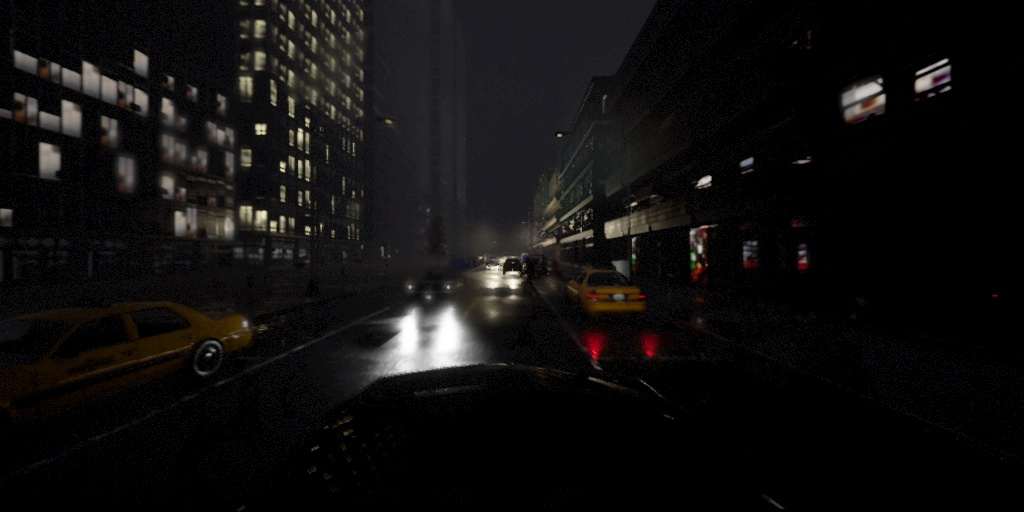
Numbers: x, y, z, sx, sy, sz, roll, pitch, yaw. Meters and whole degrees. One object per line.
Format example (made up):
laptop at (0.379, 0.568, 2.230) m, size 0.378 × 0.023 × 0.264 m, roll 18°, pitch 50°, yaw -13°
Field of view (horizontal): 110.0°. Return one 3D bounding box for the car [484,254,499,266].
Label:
car at (-3.039, 0.753, 56.849) m, size 1.812 × 1.442 × 4.674 m, roll 0°, pitch 1°, yaw 1°

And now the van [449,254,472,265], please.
van at (-5.684, 0.750, 38.618) m, size 1.690 × 1.789 × 3.998 m, roll 0°, pitch 0°, yaw 0°

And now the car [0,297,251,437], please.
car at (-5.688, 1.248, 4.571) m, size 1.751 × 1.417 × 4.829 m, roll 0°, pitch 0°, yaw 0°

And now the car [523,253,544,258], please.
car at (2.697, 0.724, 38.639) m, size 2.192 × 1.841 × 5.009 m, roll 0°, pitch 0°, yaw 0°

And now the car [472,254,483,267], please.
car at (-5.682, 0.613, 49.911) m, size 2.192 × 1.841 × 5.009 m, roll 0°, pitch 0°, yaw 0°

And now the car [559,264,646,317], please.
car at (3.002, 1.107, 12.648) m, size 1.801 × 1.575 × 5.366 m, roll 0°, pitch 1°, yaw 0°

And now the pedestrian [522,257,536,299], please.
pedestrian at (0.731, 0.918, 15.647) m, size 0.375 × 1.860 × 0.375 m, roll 1°, pitch 0°, yaw 0°

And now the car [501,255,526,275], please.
car at (0.068, 0.959, 33.956) m, size 1.837 × 1.490 × 4.892 m, roll 0°, pitch 1°, yaw 0°

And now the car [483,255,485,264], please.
car at (-5.682, 0.823, 55.556) m, size 1.802 × 1.307 × 4.207 m, roll 0°, pitch 0°, yaw 0°

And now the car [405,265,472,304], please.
car at (-3.095, 1.225, 15.575) m, size 1.895 × 1.301 × 4.718 m, roll 0°, pitch 1°, yaw 0°

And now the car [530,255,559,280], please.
car at (2.696, 0.956, 27.347) m, size 1.967 × 1.591 × 4.097 m, roll 0°, pitch 0°, yaw 0°

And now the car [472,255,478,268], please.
car at (-5.683, 0.899, 44.265) m, size 1.888 × 1.381 × 4.507 m, roll 0°, pitch 0°, yaw 0°
